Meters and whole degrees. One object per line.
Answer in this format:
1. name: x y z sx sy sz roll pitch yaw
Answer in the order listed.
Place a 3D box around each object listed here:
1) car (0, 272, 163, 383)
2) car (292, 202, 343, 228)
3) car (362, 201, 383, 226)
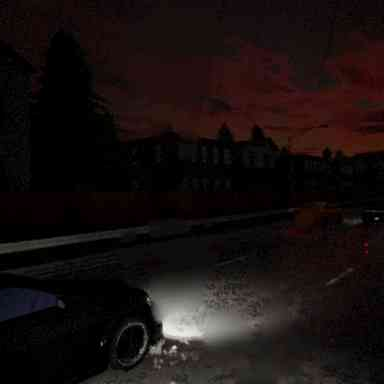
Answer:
1. car: -2.351 1.683 4.040 1.994 1.385 4.181 -2 -1 41
2. car: 8.289 1.392 21.720 1.882 1.535 5.008 -2 -1 41
3. car: 12.072 1.267 20.747 2.128 1.511 4.902 -2 -1 41
